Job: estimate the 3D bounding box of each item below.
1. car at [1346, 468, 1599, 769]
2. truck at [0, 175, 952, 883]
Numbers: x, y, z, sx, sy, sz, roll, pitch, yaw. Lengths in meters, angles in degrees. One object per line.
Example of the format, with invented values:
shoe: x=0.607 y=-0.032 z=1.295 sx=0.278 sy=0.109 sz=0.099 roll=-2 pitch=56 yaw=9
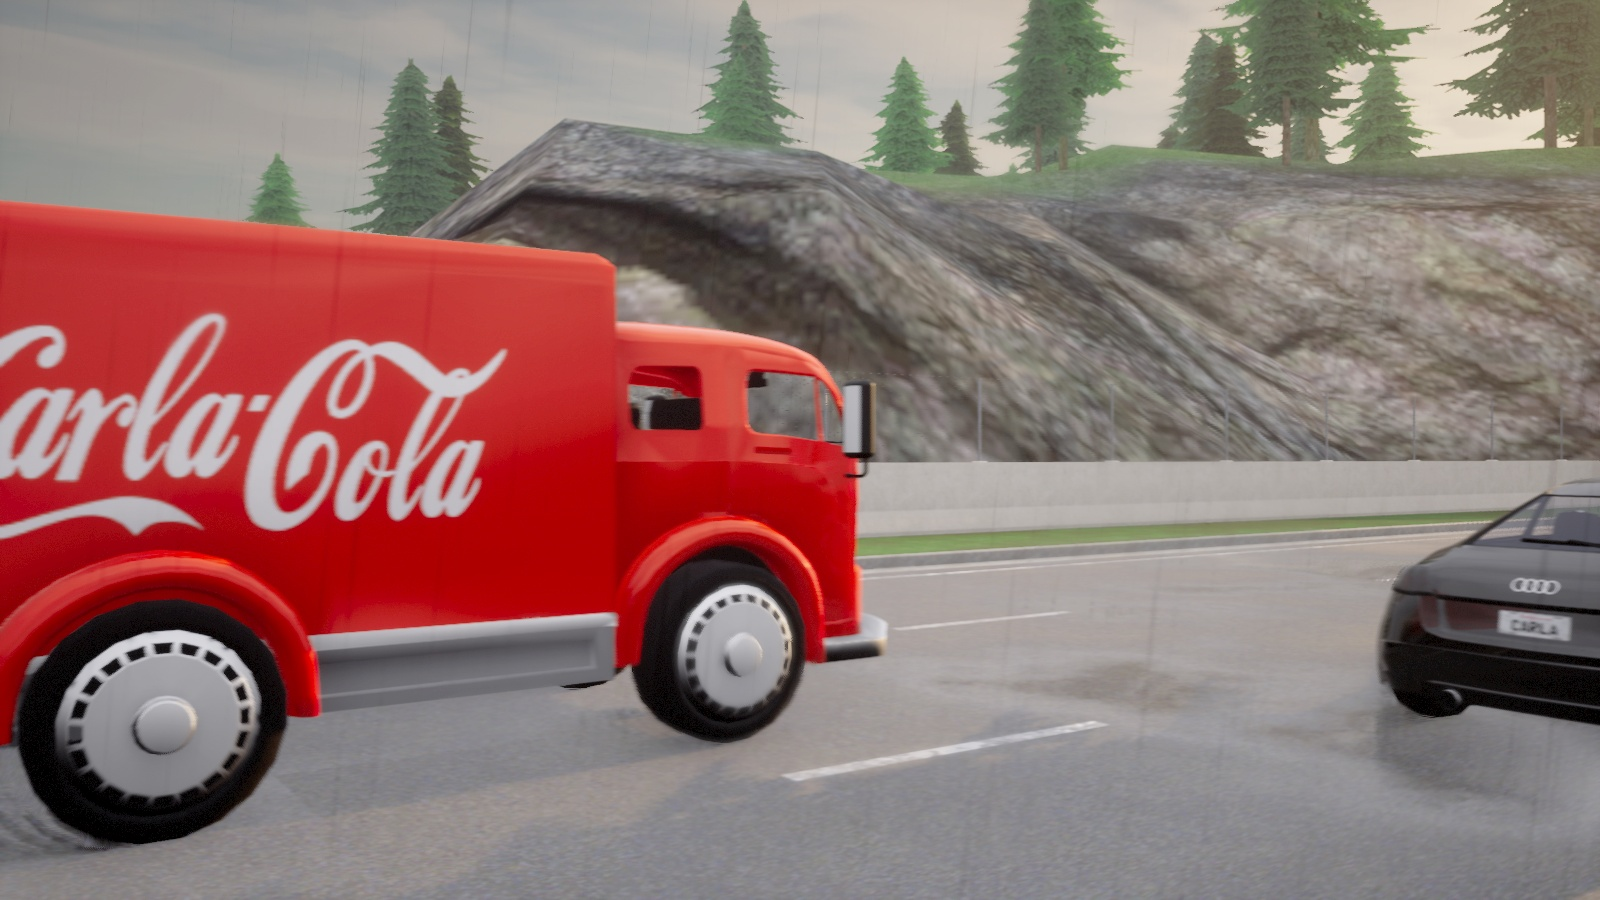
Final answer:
car: x=5.327 y=0.815 z=7.367 sx=4.181 sy=1.385 sz=1.994 roll=0 pitch=0 yaw=-35
truck: x=-2.055 y=0.278 z=6.495 sx=5.204 sy=2.467 sz=2.627 roll=0 pitch=0 yaw=-35
